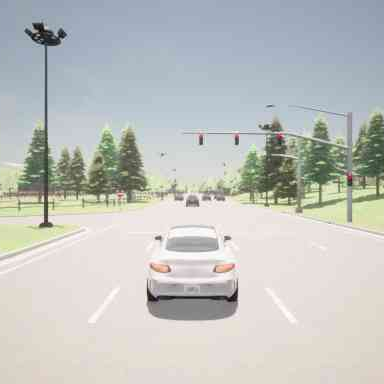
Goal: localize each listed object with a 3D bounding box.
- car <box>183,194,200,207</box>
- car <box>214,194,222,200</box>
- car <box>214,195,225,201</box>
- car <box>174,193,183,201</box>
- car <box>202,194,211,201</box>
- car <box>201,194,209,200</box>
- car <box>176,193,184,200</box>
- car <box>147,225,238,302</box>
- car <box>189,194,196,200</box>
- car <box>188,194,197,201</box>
[{"bbox_3d":[0.096,1.352,52.017,2.097,1.767,4.553,0,0,0],"label":"car"},{"bbox_3d":[7.171,1.385,93.067,1.994,1.385,4.181,0,0,0],"label":"car"},{"bbox_3d":[7.152,1.517,82.647,2.128,1.511,4.902,0,0,0],"label":"car"},{"bbox_3d":[-3.347,1.544,83.049,1.994,1.385,4.181,0,0,0],"label":"car"},{"bbox_3d":[3.653,1.348,83.040,2.097,1.767,4.553,0,0,0],"label":"car"},{"bbox_3d":[3.671,1.372,93.073,2.033,1.411,5.357,0,0,0],"label":"car"},{"bbox_3d":[-3.329,1.187,93.056,2.097,1.767,4.553,0,0,0],"label":"car"},{"bbox_3d":[0.021,1.526,8.143,1.812,1.442,4.674,0,0,0],"label":"car"},{"bbox_3d":[0.171,1.332,93.079,1.837,1.490,4.892,0,0,0],"label":"car"},{"bbox_3d":[0.153,1.348,83.046,2.097,1.767,4.553,0,0,0],"label":"car"}]
